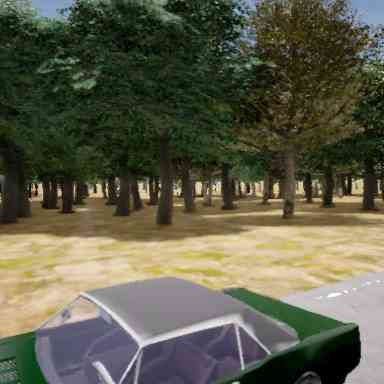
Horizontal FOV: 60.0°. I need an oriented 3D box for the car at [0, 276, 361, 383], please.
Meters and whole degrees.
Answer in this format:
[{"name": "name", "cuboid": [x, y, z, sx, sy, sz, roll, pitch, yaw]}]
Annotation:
[{"name": "car", "cuboid": [-0.625, 1.596, 2.889, 4.718, 1.301, 1.895, 0, 0, -35]}]
